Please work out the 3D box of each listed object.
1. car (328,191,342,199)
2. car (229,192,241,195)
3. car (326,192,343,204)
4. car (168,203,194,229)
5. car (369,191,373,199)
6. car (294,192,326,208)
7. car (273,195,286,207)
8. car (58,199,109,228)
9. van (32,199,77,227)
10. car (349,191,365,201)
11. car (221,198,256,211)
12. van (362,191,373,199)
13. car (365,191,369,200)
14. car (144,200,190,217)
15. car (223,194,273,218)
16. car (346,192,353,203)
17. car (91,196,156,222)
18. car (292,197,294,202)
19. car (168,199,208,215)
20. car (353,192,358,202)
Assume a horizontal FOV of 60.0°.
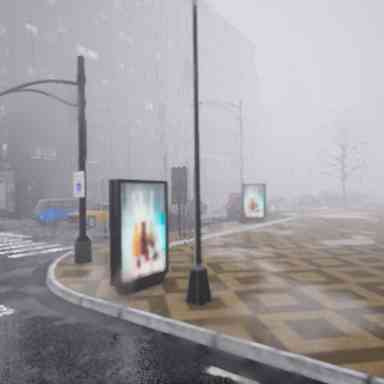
[{"bbox_3d":[36.655,0.769,85.384,2.192,1.841,5.009,-1,0,36],"label":"car"},{"bbox_3d":[5.413,1.005,32.409,2.150,2.045,5.566,-1,0,36],"label":"car"},{"bbox_3d":[20.745,1.122,49.132,2.008,1.369,4.403,-1,0,36],"label":"car"},{"bbox_3d":[-1.953,1.443,17.797,1.802,1.307,4.206,-1,0,36],"label":"car"},{"bbox_3d":[36.958,0.959,71.515,1.802,1.307,4.206,-1,0,36],"label":"car"},{"bbox_3d":[14.258,1.091,40.179,1.967,1.590,4.097,-1,0,36],"label":"car"},{"bbox_3d":[11.541,1.221,46.211,2.128,1.511,4.902,-1,0,37],"label":"car"},{"bbox_3d":[-5.911,1.433,22.200,1.882,1.535,5.008,-1,0,37],"label":"car"},{"bbox_3d":[-8.741,1.352,22.714,1.690,1.788,3.998,-1,0,36],"label":"van"},{"bbox_3d":[30.469,0.768,62.562,2.192,1.841,5.009,-1,0,36],"label":"car"},{"bbox_3d":[5.367,1.409,37.773,1.895,1.301,4.718,-1,0,36],"label":"car"},{"bbox_3d":[40.198,0.681,75.992,1.690,1.788,3.998,-1,0,36],"label":"van"},{"bbox_3d":[33.715,0.965,67.038,2.008,1.369,4.403,-1,0,36],"label":"car"},{"bbox_3d":[-2.253,1.471,31.668,1.887,1.381,4.507,-1,0,36],"label":"car"},{"bbox_3d":[4.531,1.216,26.750,1.967,1.590,4.097,-1,0,36],"label":"car"},{"bbox_3d":[23.987,1.076,53.609,1.887,1.381,4.507,-1,0,36],"label":"car"},{"bbox_3d":[-5.499,1.284,27.191,2.192,1.841,5.009,-1,0,36],"label":"car"},{"bbox_3d":[20.443,1.082,63.002,1.967,1.590,4.097,-1,0,36],"label":"car"},{"bbox_3d":[-0.344,1.408,29.893,1.812,1.442,4.674,-1,0,36],"label":"car"},{"bbox_3d":[27.230,1.074,58.085,1.802,1.307,4.206,-1,0,36],"label":"car"}]
